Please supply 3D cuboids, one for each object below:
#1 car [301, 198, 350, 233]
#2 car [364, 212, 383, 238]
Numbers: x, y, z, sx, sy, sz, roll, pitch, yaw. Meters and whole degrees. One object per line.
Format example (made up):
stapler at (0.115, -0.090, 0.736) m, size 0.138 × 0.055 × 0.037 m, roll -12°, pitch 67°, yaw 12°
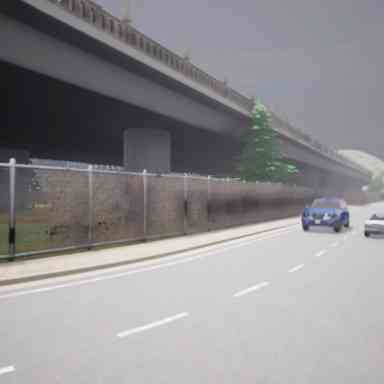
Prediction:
car at (8.983, 1.444, 22.011) m, size 2.150 × 2.045 × 5.566 m, roll 0°, pitch -1°, yaw 34°
car at (10.858, 1.800, 18.543) m, size 1.895 × 1.301 × 4.718 m, roll 0°, pitch -1°, yaw 34°
